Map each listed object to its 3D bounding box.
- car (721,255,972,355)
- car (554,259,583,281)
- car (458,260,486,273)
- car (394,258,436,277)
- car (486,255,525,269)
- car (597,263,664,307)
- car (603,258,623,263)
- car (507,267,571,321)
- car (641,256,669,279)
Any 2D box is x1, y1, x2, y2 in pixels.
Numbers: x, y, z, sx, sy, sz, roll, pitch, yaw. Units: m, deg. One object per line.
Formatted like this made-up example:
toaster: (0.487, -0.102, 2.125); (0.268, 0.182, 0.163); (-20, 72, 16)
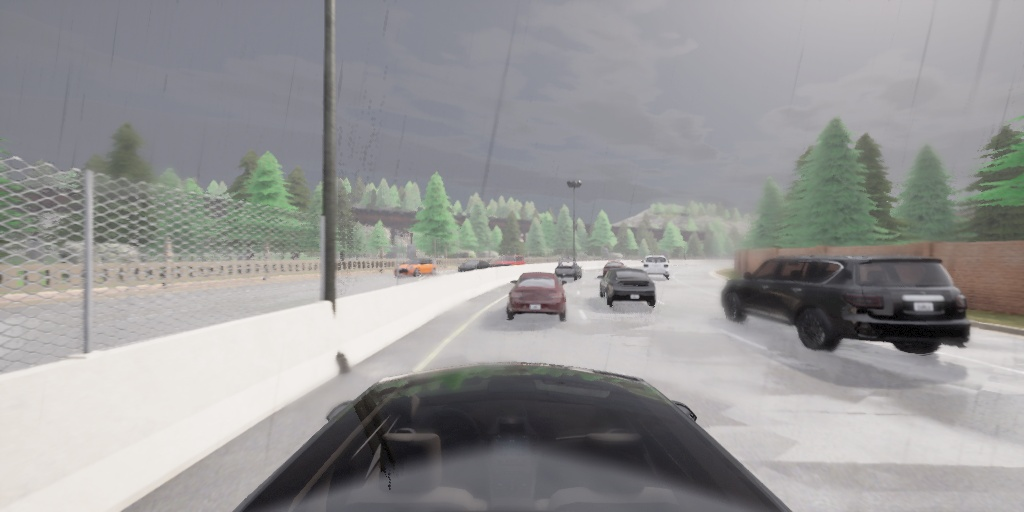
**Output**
car: (7.538, 0.993, 9.025); (2.150, 2.045, 5.566); (0, 0, 5)
car: (4.744, 1.219, 29.893); (2.128, 1.511, 4.902); (0, 0, 17)
car: (-3.941, 1.156, 37.494); (1.882, 1.535, 5.008); (0, 0, 21)
car: (-8.981, 1.014, 33.415); (2.097, 1.767, 4.553); (0, 0, 17)
car: (-0.296, 0.915, 37.381); (2.150, 2.045, 5.566); (0, 0, 21)
car: (4.914, 1.255, 15.646); (1.837, 1.490, 4.892); (0, 0, 9)
car: (9.567, 1.222, 33.186); (1.882, 1.535, 5.008); (0, 0, 20)
car: (0.908, 1.263, 12.374); (1.812, 1.442, 4.674); (0, 0, 6)
car: (13.109, 0.982, 32.775); (2.150, 2.045, 5.566); (0, 0, 21)
